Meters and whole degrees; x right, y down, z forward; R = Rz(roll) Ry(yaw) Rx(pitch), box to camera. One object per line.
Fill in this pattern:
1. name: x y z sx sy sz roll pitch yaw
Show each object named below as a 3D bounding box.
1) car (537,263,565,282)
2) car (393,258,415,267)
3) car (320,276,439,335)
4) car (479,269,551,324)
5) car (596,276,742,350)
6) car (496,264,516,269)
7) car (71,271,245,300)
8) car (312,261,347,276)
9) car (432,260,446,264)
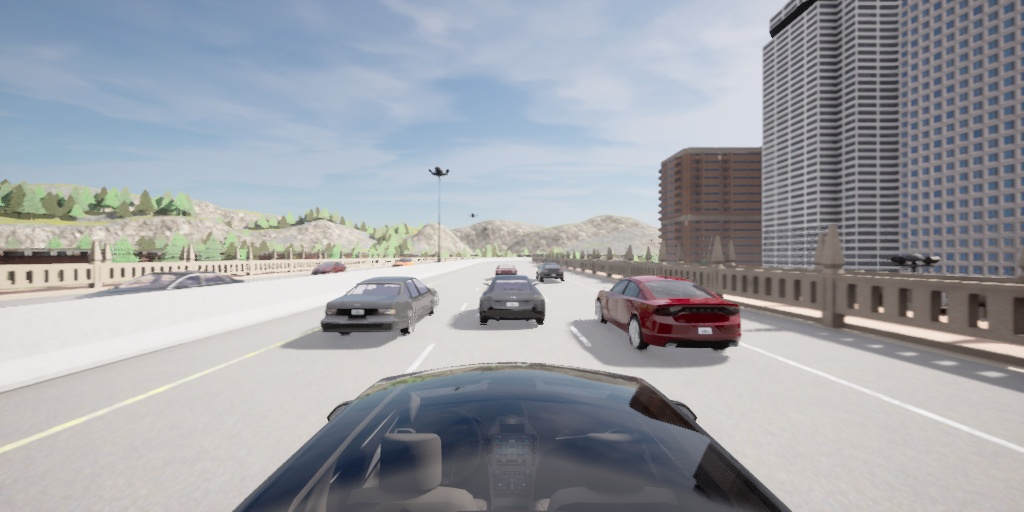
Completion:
1. car: 3.052 1.276 29.117 1.812 1.442 4.674 0 0 -2
2. car: -15.175 1.107 50.403 2.097 1.767 4.553 0 0 -1
3. car: -3.485 1.299 10.509 2.033 1.411 5.357 0 0 -1
4. car: -0.024 1.314 11.979 1.994 1.385 4.181 0 0 -1
5. car: 3.528 1.227 9.080 1.882 1.535 5.008 0 0 -1
6. car: -0.523 1.352 31.770 1.895 1.301 4.718 0 0 -2
7. car: -10.704 1.245 11.301 2.128 1.511 4.902 0 0 -1
8. car: -18.333 1.282 36.327 1.812 1.442 4.674 0 0 -2
9. car: -11.897 1.356 59.402 1.895 1.301 4.718 0 0 -1
